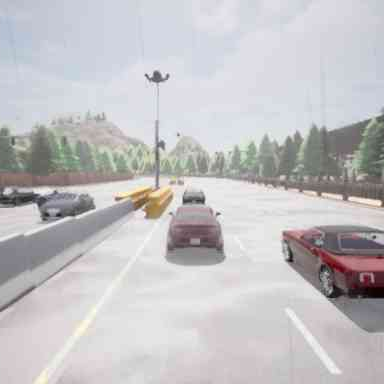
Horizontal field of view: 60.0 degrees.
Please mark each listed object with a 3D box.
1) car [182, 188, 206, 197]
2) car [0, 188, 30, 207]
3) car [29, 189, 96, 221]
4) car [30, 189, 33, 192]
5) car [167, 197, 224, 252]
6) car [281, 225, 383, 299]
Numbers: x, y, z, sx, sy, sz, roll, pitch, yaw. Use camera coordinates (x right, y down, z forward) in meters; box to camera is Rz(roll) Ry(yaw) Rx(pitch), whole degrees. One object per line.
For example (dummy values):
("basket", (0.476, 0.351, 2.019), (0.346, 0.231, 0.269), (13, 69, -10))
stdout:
("car", (0.152, 0.338, 27.825), (1.895, 1.301, 4.718), (0, 3, 0))
("car", (-14.013, 0.405, 26.680), (1.895, 1.301, 4.718), (0, 3, 1))
("car", (-7.075, 0.726, 19.363), (2.128, 1.511, 4.902), (0, 3, 0))
("car", (-10.518, 0.424, 26.348), (1.895, 1.301, 4.718), (0, 3, 1))
("car", (0.099, 1.176, 12.128), (1.812, 1.442, 4.674), (0, 3, 0))
("car", (3.598, 1.434, 7.991), (1.895, 1.301, 4.718), (0, 2, 0))
